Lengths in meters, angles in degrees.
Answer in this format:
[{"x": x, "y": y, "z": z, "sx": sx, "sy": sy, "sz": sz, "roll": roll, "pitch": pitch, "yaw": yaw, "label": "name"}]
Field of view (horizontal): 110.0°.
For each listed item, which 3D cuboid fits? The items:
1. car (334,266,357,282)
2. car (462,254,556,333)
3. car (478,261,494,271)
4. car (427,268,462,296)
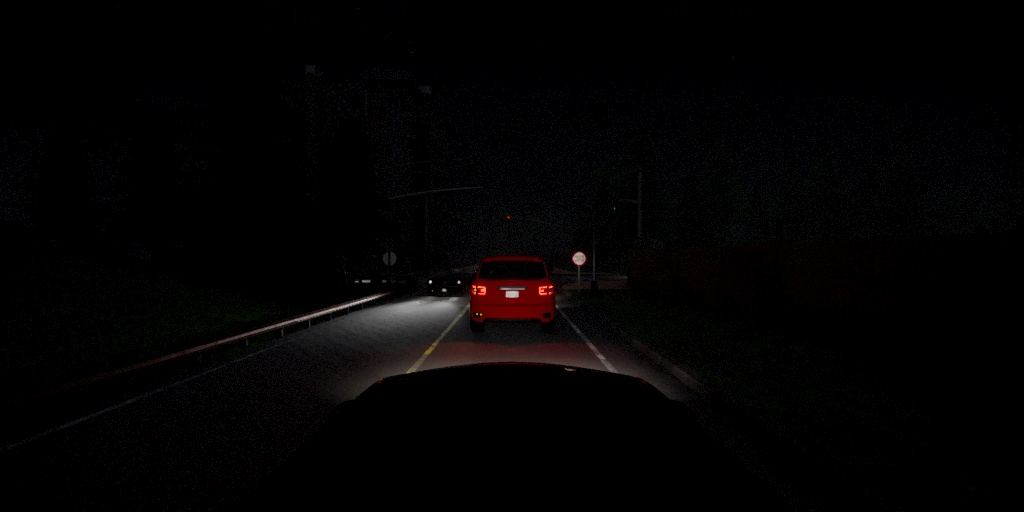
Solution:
[{"x": -14.899, "y": 1.291, "z": 28.611, "sx": 4.674, "sy": 1.442, "sz": 1.812, "roll": 0, "pitch": 0, "yaw": -1, "label": "car"}, {"x": 0.055, "y": 0.971, "z": 10.914, "sx": 2.150, "sy": 2.045, "sz": 5.566, "roll": 0, "pitch": 0, "yaw": 1, "label": "car"}, {"x": -3.529, "y": 1.351, "z": 50.086, "sx": 1.895, "sy": 1.301, "sz": 4.718, "roll": 0, "pitch": 0, "yaw": 0, "label": "car"}, {"x": -3.009, "y": 1.351, "z": 19.634, "sx": 1.895, "sy": 1.301, "sz": 4.718, "roll": 0, "pitch": 0, "yaw": 8, "label": "car"}]
